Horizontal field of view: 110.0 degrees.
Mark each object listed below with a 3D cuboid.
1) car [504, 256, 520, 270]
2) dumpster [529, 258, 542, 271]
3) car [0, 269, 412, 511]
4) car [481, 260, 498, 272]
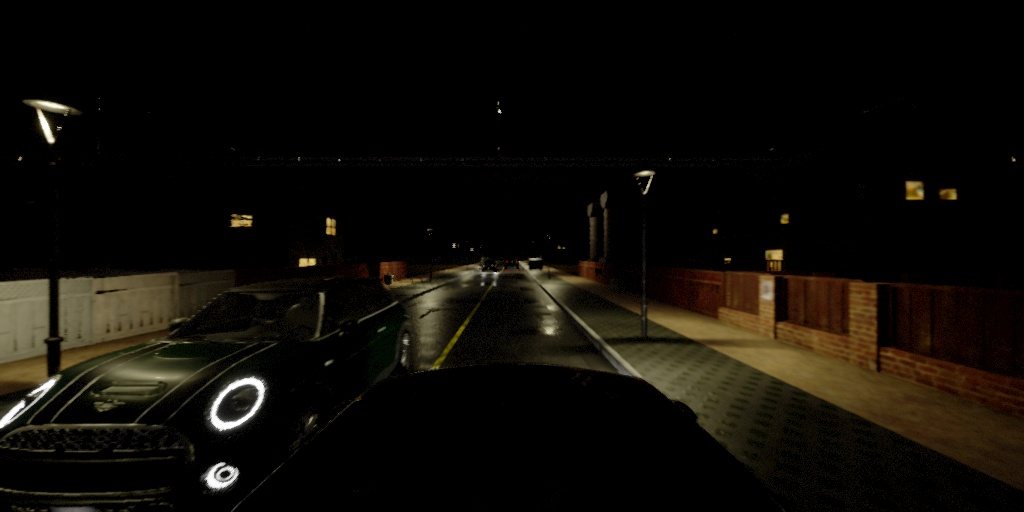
[{"bbox_3d":[-0.012,0.973,54.442,2.150,2.045,5.566,0,0,0],"label":"car"},{"bbox_3d":[2.999,1.151,46.121,1.020,1.700,1.940,0,0,0],"label":"dumpster"},{"bbox_3d":[-2.850,1.103,4.573,2.097,1.767,4.553,0,0,0],"label":"car"},{"bbox_3d":[-2.842,1.260,46.182,1.837,1.490,4.892,0,0,0],"label":"car"}]
